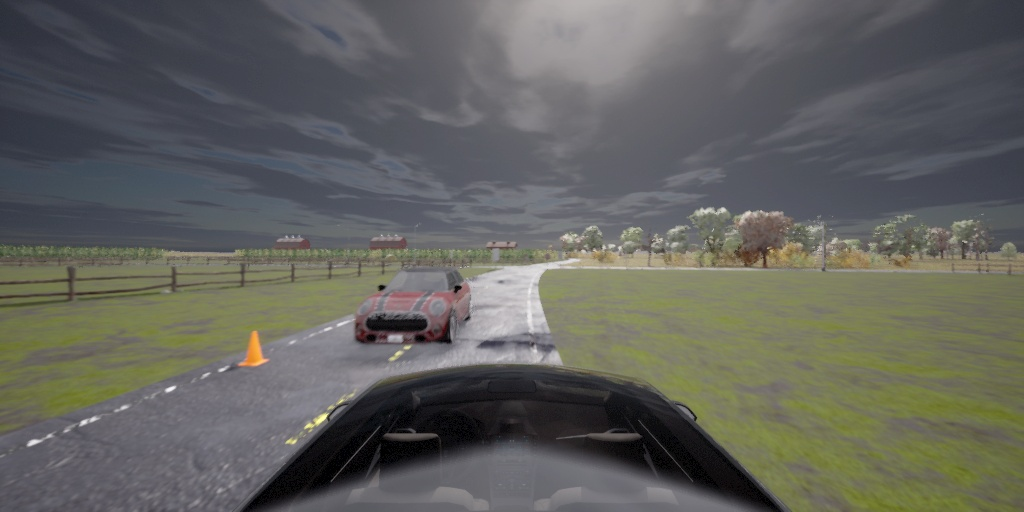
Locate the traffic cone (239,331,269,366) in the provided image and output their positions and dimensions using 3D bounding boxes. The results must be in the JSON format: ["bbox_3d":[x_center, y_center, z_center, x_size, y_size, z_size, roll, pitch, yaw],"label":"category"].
[{"bbox_3d":[-4.787,1.693,6.664,0.340,0.580,0.340,0,0,1],"label":"traffic cone"}]

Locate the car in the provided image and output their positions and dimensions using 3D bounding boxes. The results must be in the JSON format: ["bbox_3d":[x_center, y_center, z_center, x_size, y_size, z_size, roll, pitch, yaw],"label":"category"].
[{"bbox_3d":[-2.333,1.094,9.579,2.097,1.767,4.553,0,0,1],"label":"car"}]
